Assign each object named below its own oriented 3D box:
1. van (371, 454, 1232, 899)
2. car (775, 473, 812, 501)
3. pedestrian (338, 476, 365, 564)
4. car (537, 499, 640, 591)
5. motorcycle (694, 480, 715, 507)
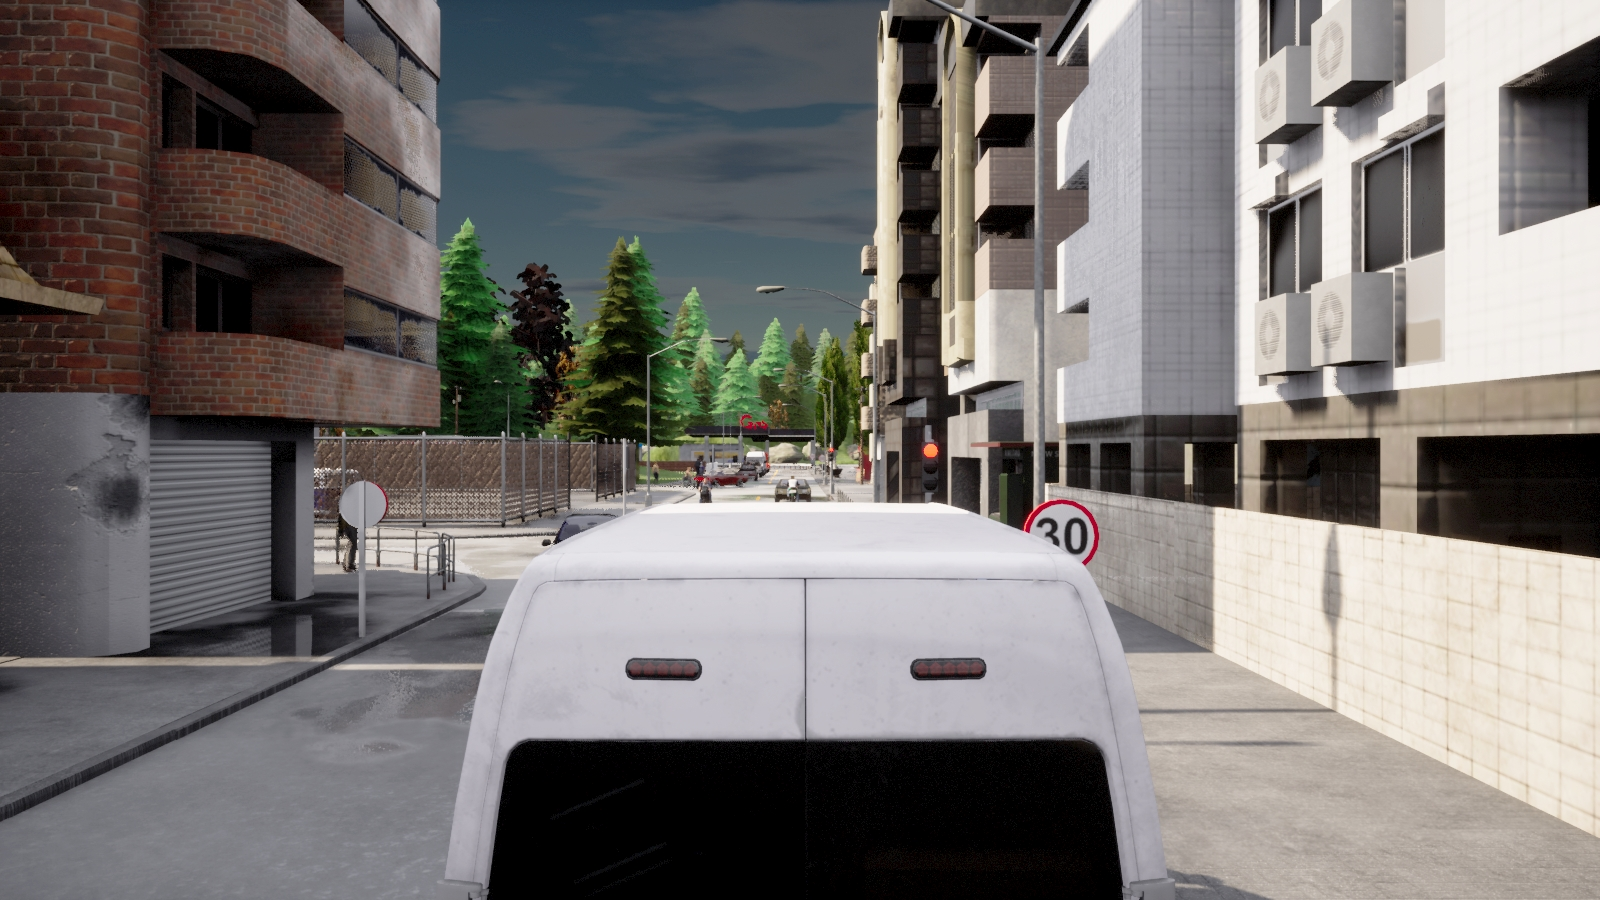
[{"bbox_3d":[-0.009,1.312,5.597,1.988,2.561,5.915,0,0,0],"label":"van"},{"bbox_3d":[-0.339,1.912,60.159,1.895,1.301,4.718,0,0,0],"label":"car"},{"bbox_3d":[-9.675,1.506,24.657,0.375,1.860,0.375,0,0,24],"label":"pedestrian"},{"bbox_3d":[-4.117,1.808,22.632,1.845,1.501,3.633,0,0,-8],"label":"car"},{"bbox_3d":[-4.334,1.973,52.180,0.803,1.145,2.033,0,0,0],"label":"motorcycle"}]
